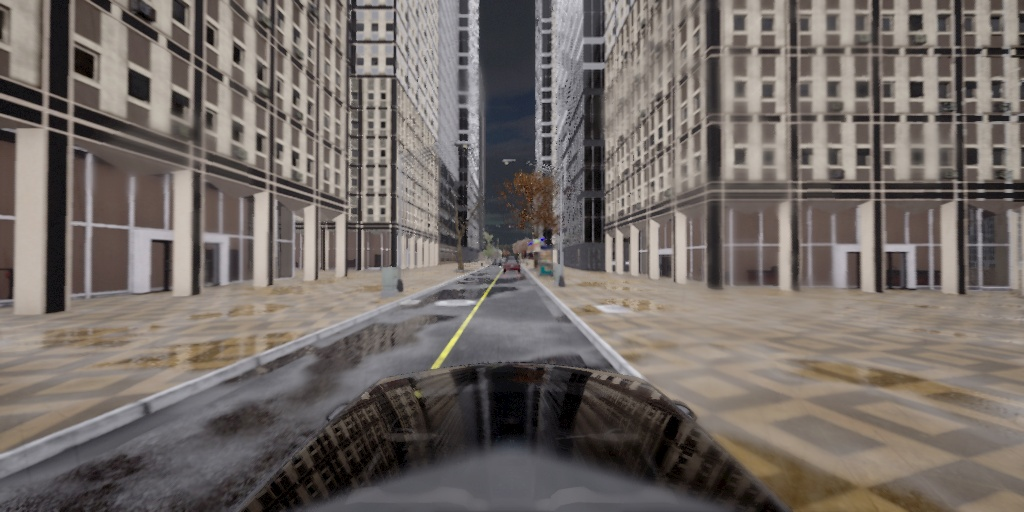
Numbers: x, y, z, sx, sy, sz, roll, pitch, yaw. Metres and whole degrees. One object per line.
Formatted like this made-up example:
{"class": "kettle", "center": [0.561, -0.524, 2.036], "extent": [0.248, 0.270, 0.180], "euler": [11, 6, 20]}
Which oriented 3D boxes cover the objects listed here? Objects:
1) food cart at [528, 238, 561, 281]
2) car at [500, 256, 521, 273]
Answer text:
{"class": "food cart", "center": [3.006, 0.219, 33.593], "extent": [2.280, 3.560, 4.660], "euler": [0, 0, 0]}
{"class": "car", "center": [0.008, 1.107, 43.571], "extent": [2.097, 1.767, 4.553], "euler": [0, 0, 0]}
